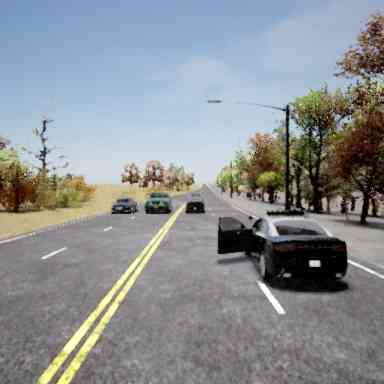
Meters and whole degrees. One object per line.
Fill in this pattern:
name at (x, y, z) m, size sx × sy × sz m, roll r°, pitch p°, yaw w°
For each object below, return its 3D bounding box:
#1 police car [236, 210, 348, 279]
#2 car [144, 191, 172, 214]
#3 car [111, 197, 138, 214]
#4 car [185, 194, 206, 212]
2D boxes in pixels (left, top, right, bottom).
police car at (2.707, 1.344, 9.875) m, size 1.930 × 1.638 × 5.238 m, roll 0°, pitch 0°, yaw 0°
car at (-3.081, 0.955, 31.541) m, size 2.150 × 2.045 × 5.566 m, roll 0°, pitch 0°, yaw 1°
car at (-6.328, 1.235, 31.535) m, size 1.837 × 1.490 × 4.892 m, roll 0°, pitch 1°, yaw 1°
car at (0.350, 1.220, 33.496) m, size 1.837 × 1.490 × 4.892 m, roll 0°, pitch 1°, yaw 1°
